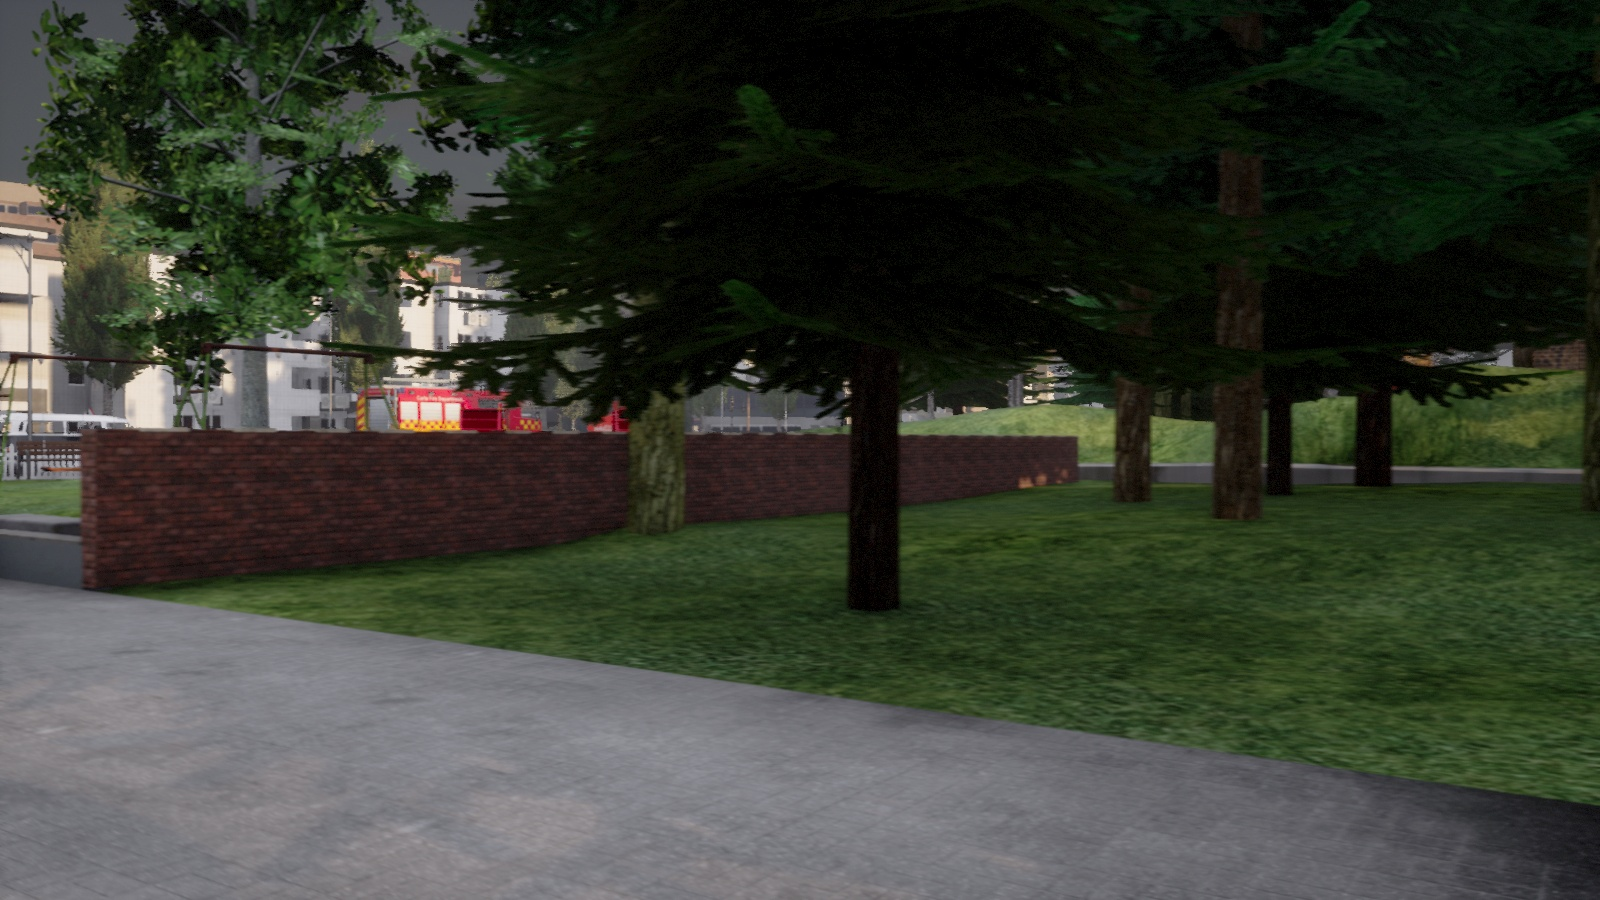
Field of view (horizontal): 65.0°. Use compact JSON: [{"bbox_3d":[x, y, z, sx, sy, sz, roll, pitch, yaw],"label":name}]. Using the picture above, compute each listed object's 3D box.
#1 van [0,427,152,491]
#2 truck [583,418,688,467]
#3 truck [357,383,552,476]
[{"bbox_3d":[-24.457,0.254,42.025,2.069,2.038,4.480,0,1,34],"label":"van"},{"bbox_3d":[-8.570,-0.425,65.834,2.627,2.467,5.204,0,1,34],"label":"truck"},{"bbox_3d":[-15.184,-0.908,55.927,2.891,3.827,8.468,0,1,34],"label":"truck"}]
